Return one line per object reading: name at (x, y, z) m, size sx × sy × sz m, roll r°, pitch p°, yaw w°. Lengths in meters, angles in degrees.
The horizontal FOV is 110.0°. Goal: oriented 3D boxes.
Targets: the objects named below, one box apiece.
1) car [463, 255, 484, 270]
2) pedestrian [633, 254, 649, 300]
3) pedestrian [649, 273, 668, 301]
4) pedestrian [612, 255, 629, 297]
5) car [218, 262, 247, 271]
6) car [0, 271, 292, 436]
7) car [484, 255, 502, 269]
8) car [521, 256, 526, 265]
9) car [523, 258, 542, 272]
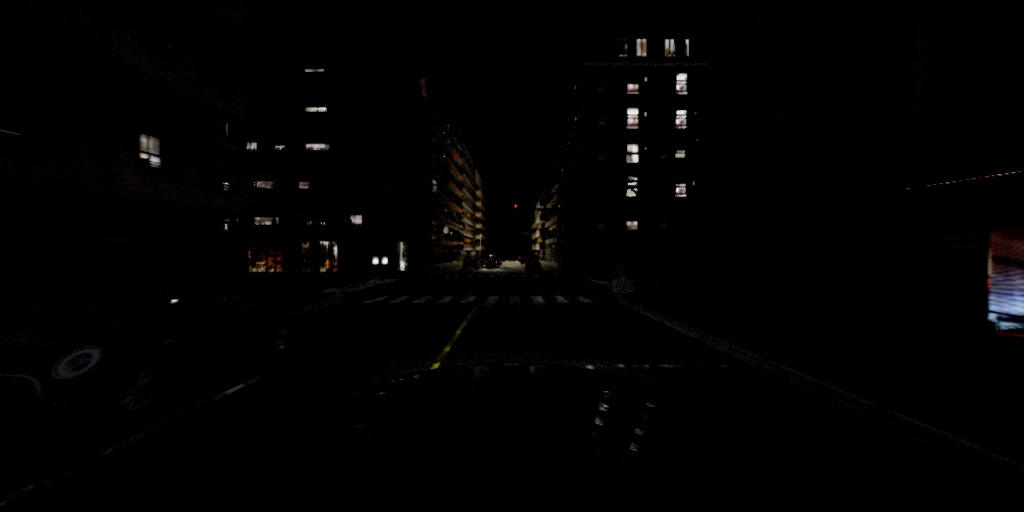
car at (-5.309, 0.840, 47.562) m, size 2.192 × 1.841 × 5.009 m, roll 0°, pitch 0°, yaw 0°
pedestrian at (5.293, 0.828, 14.638) m, size 0.375 × 1.860 × 0.375 m, roll -1°, pitch 1°, yaw 0°
pedestrian at (5.733, 0.831, 14.038) m, size 0.375 × 1.860 × 0.375 m, roll -1°, pitch 1°, yaw 0°
pedestrian at (4.597, 0.827, 15.238) m, size 0.375 × 1.860 × 0.375 m, roll -1°, pitch 1°, yaw 0°
car at (-23.408, 1.138, 28.195) m, size 4.403 × 1.370 × 2.007 m, roll 0°, pitch 0°, yaw -1°
car at (-5.445, 1.171, 5.585) m, size 1.967 × 1.591 × 4.097 m, roll 0°, pitch 0°, yaw 0°
car at (-2.809, 0.865, 49.764) m, size 2.097 × 1.767 × 4.553 m, roll 0°, pitch 0°, yaw 0°
car at (2.572, 1.075, 47.501) m, size 2.007 × 1.370 × 4.403 m, roll 0°, pitch 0°, yaw 0°
car at (2.571, 1.135, 41.962) m, size 1.802 × 1.307 × 4.207 m, roll 0°, pitch 0°, yaw 0°
